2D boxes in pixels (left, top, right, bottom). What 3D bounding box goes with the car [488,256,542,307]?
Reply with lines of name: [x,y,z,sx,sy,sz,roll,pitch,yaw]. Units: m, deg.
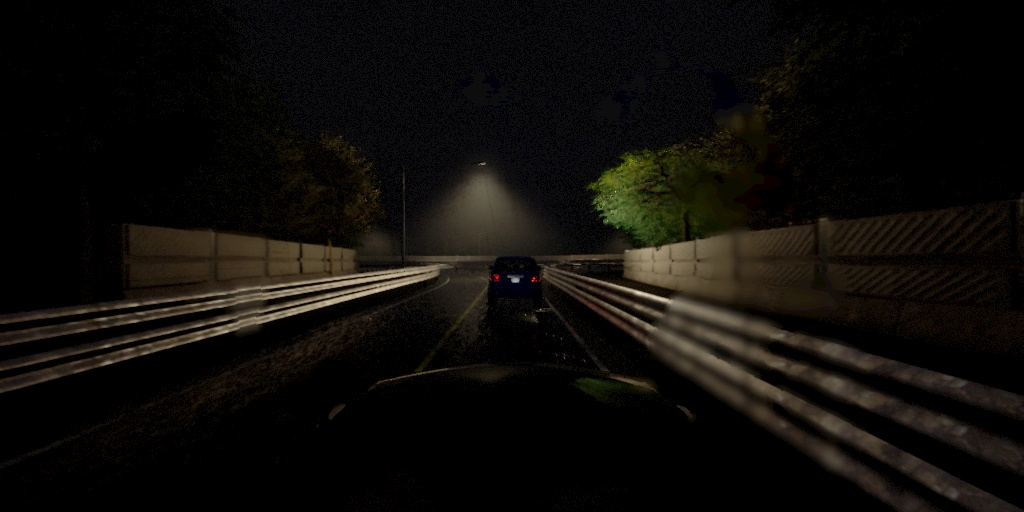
car: [0.128,1.032,16.091,2.150,2.045,5.566,1,-1,0]
